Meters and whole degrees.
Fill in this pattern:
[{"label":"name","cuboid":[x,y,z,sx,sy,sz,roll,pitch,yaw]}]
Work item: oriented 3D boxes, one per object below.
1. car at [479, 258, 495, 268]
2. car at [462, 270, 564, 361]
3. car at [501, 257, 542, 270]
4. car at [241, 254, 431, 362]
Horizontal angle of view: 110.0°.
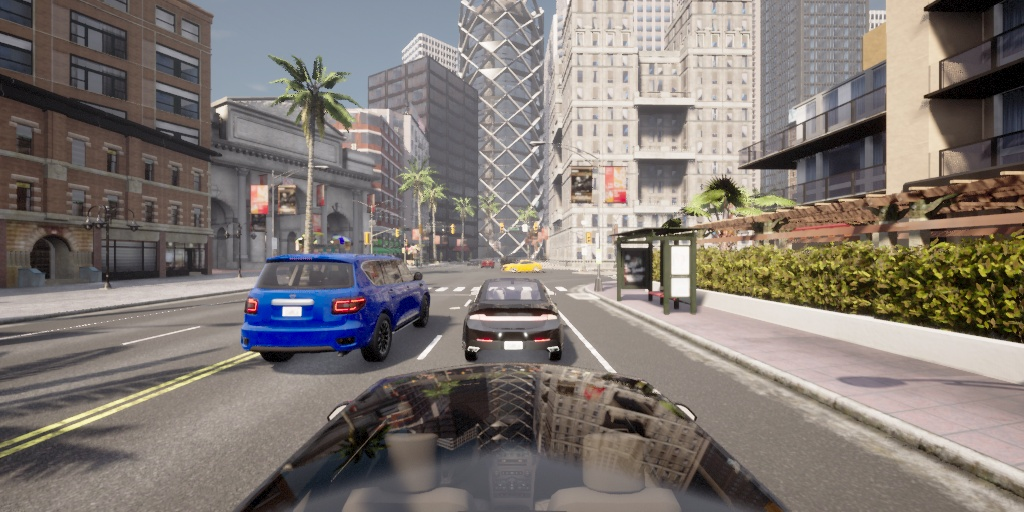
[{"label":"car","cuboid":[-4.009,1.102,60.915,2.097,1.767,4.553,0,0,-1]},{"label":"car","cuboid":[0.015,1.242,8.266,2.128,1.511,4.902,0,0,0]},{"label":"car","cuboid":[1.107,1.228,42.141,5.008,1.535,1.882,0,-1,-28]},{"label":"car","cuboid":[-3.487,0.971,8.353,2.150,2.045,5.566,0,0,0]}]
